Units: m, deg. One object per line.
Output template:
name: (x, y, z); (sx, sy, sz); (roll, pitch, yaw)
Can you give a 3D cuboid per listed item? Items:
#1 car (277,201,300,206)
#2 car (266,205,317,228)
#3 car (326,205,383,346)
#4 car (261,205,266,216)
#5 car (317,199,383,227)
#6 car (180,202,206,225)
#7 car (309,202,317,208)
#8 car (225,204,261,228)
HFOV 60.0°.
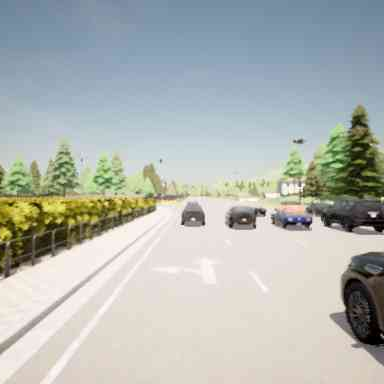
car: (10.554, 1.743, 36.681); (2.097, 1.767, 4.553); (0, -1, 0)
car: (7.027, 1.858, 24.011); (1.895, 1.301, 4.718); (0, -1, 1)
car: (3.600, 1.256, 3.339); (2.150, 2.045, 5.566); (0, -1, 0)
car: (7.061, 2.005, 37.772); (1.895, 1.301, 4.718); (0, -1, 0)
car: (10.510, 1.460, 21.922); (2.150, 2.045, 5.566); (0, 0, 0)
car: (0.095, 1.795, 27.056); (1.837, 1.490, 4.892); (0, 0, 0)
car: (14.047, 1.903, 37.046); (1.837, 1.490, 4.892); (0, 0, 0)
car: (3.537, 1.743, 24.805); (1.882, 1.535, 5.008); (0, 0, 1)
